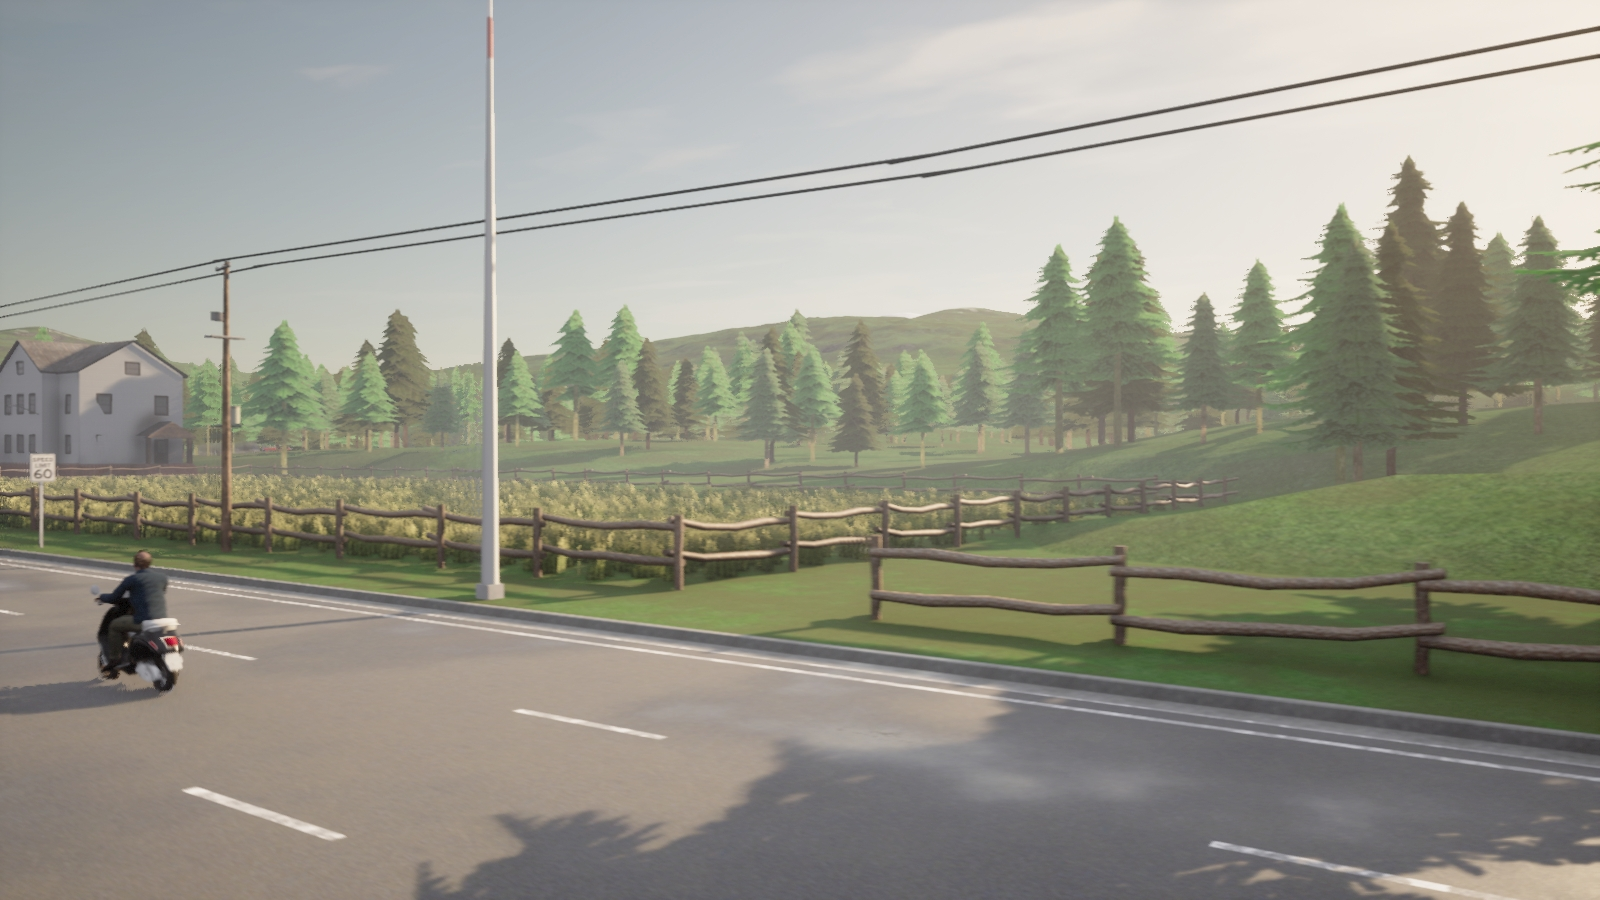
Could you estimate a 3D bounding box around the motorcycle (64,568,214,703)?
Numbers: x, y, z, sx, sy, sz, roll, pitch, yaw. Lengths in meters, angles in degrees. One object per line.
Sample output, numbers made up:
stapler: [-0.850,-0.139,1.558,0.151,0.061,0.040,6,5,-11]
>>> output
motorcycle: [-7.855,2.148,13.557,1.805,1.316,0.856,0,0,35]
